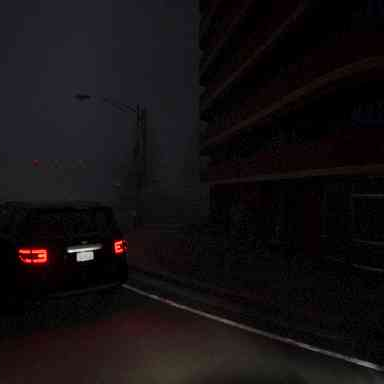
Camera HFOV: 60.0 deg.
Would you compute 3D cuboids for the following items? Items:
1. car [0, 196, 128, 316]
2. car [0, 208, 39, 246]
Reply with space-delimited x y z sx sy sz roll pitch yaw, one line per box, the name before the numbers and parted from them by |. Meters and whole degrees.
car | -3.583 1.221 7.907 2.150 2.045 5.566 0 0 -40
car | -8.449 1.564 15.879 1.994 1.385 4.181 0 0 -26
